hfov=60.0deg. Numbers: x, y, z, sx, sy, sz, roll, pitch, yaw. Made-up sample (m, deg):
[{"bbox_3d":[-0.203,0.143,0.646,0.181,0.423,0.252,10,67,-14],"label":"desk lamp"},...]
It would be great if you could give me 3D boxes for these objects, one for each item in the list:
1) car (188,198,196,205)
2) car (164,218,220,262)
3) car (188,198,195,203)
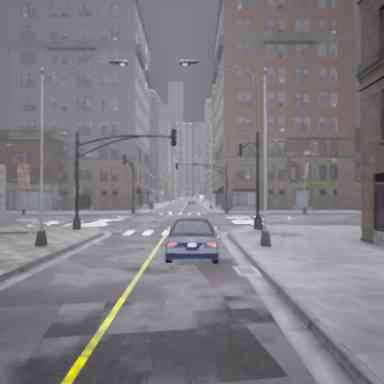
[{"bbox_3d":[-0.074,2.393,78.238,1.895,1.301,4.718,0,-1,0],"label":"car"},{"bbox_3d":[0.012,1.670,12.539,2.033,1.411,5.357,0,-1,0],"label":"car"},{"bbox_3d":[-0.105,2.337,88.244,1.895,1.301,4.718,0,-1,0],"label":"car"}]
